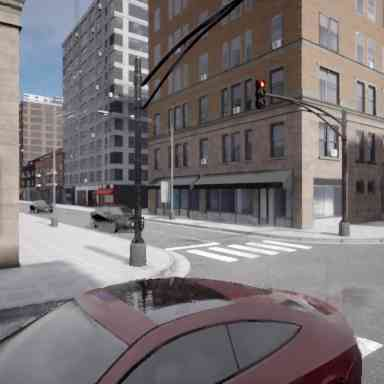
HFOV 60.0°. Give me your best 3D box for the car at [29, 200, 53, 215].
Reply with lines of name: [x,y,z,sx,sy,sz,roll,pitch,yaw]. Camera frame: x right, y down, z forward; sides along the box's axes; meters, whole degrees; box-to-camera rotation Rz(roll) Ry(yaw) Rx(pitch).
car: [-16.655,1.647,36.837,1.882,1.535,5.008,0,0,-36]

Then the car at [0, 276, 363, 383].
car: [-0.469,1.526,2.588,4.674,1.442,1.812,0,0,-36]

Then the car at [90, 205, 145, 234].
car: [-4.646,1.556,20.339,1.882,1.535,5.008,0,0,-36]
